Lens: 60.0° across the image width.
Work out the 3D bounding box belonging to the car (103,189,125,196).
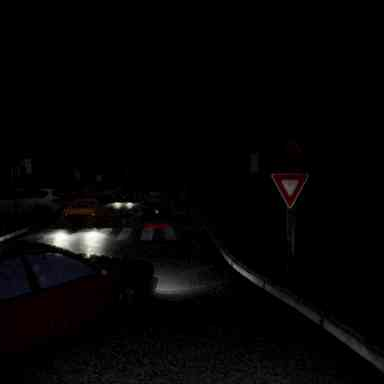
[{"bbox_3d":[-18.608,0.160,79.232,4.674,1.452,2.002,-1,1,-27],"label":"car"}]

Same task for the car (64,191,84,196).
[{"bbox_3d":[-12.479,0.959,28.624,5.366,1.575,1.946,-1,1,-27],"label":"car"}]

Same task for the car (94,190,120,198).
[{"bbox_3d":[-17.199,0.339,67.307,4.674,1.452,2.002,-1,1,-27],"label":"car"}]

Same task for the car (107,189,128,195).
[{"bbox_3d":[-19.683,-0.007,88.166,4.892,1.521,2.231,-1,1,-27],"label":"car"}]

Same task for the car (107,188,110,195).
[{"bbox_3d":[-15.086,0.467,49.422,4.553,1.767,2.185,-1,1,-27],"label":"car"}]

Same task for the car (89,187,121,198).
[{"bbox_3d":[-16.847,0.094,64.345,5.566,2.045,2.435,-2,1,-27],"label":"car"}]

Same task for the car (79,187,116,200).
[{"bbox_3d":[-15.791,0.240,55.392,5.566,2.045,2.435,-1,1,-27],"label":"car"}]

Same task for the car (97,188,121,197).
[{"bbox_3d":[-17.583,0.128,70.276,4.553,1.767,2.185,-1,1,-27],"label":"car"}]

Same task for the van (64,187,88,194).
[{"bbox_3d":[-13.465,0.635,34.442,4.442,1.987,1.878,-1,2,-27],"label":"van"}]

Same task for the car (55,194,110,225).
[{"bbox_3d":[-6.214,1.126,19.503,1.882,1.535,5.008,0,1,-7],"label":"car"}]

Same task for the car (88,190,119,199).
[{"bbox_3d":[-16.342,0.387,61.431,5.366,1.575,1.946,-1,1,-27],"label":"car"}]

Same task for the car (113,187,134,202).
[{"bbox_3d":[-9.480,0.374,47.137,2.150,2.045,5.566,0,1,-6],"label":"car"}]

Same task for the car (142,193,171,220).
[{"bbox_3d":[-2.488,1.059,23.423,1.882,1.535,5.008,0,1,-6],"label":"car"}]

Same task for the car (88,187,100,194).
[{"bbox_3d":[-14.100,0.626,40.459,4.553,1.767,2.185,-1,1,-27],"label":"car"}]

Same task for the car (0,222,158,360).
[{"bbox_3d":[-2.728,1.485,4.947,2.033,1.411,5.357,1,1,30],"label":"car"}]

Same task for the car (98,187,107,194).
[{"bbox_3d":[-14.737,0.519,46.441,4.553,1.767,2.185,-1,1,-27],"label":"car"}]

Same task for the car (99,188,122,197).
[{"bbox_3d":[-17.933,0.083,73.256,4.553,1.767,2.185,-1,1,-27],"label":"car"}]

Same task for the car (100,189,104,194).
[{"bbox_3d":[-14.419,0.738,43.453,4.674,1.452,2.002,-1,1,-27],"label":"car"}]

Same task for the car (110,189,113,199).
[{"bbox_3d":[-15.441,0.571,52.417,4.792,1.488,2.163,-1,1,-27],"label":"car"}]

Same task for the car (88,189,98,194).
[{"bbox_3d":[-13.706,0.805,37.484,5.008,1.535,2.097,-1,2,-27],"label":"car"}]

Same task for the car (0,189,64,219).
[{"bbox_3d":[-11.944,0.823,22.548,5.566,2.045,2.435,-1,2,-27],"label":"car"}]
